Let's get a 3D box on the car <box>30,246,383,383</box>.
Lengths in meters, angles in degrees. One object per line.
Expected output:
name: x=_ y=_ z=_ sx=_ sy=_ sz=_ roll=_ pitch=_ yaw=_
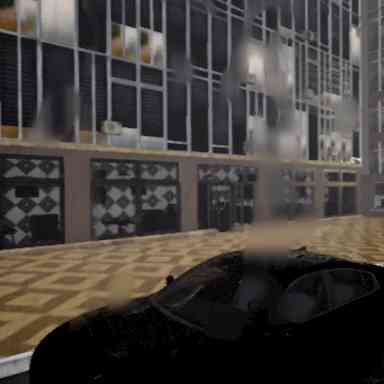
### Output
car: x=0.814 y=1.482 z=3.953 sx=5.008 sy=1.535 sz=1.882 roll=0 pitch=0 yaw=-35
